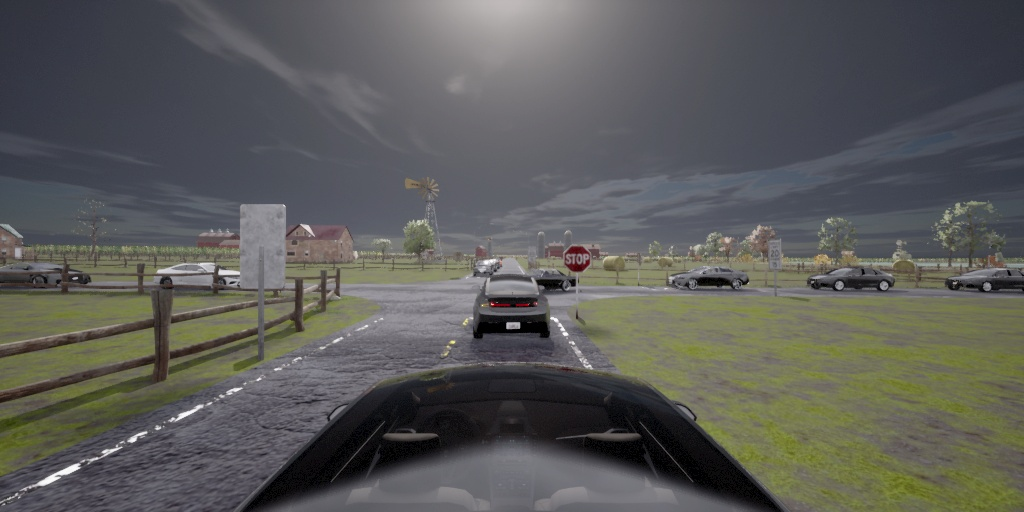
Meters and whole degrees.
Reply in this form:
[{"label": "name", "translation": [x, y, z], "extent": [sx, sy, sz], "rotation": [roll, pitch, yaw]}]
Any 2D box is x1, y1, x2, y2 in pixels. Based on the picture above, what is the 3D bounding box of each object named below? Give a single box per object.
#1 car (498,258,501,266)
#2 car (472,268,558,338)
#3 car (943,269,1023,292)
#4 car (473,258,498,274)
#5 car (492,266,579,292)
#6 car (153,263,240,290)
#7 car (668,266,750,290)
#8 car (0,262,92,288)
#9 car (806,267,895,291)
[{"label": "car", "translation": [-2.872, 1.241, 46.285], "extent": [2.128, 1.511, 4.902], "rotation": [0, 0, 0]}, {"label": "car", "translation": [-0.078, 1.256, 10.154], "extent": [1.837, 1.490, 4.892], "rotation": [0, 0, -3]}, {"label": "car", "translation": [31.692, 1.587, 23.734], "extent": [4.892, 1.490, 1.837], "rotation": [1, -1, -1]}, {"label": "car", "translation": [-2.875, 1.243, 36.839], "extent": [2.128, 1.511, 4.902], "rotation": [0, 0, 0]}, {"label": "car", "translation": [1.491, 1.369, 20.201], "extent": [4.718, 1.301, 1.895], "rotation": [1, 0, -35]}, {"label": "car", "translation": [-17.252, 1.104, 20.103], "extent": [4.674, 1.442, 1.812], "rotation": [1, -1, -1]}, {"label": "car", "translation": [12.788, 1.397, 23.434], "extent": [4.902, 1.511, 2.128], "rotation": [1, -1, -2]}, {"label": "car", "translation": [-26.372, 1.048, 19.977], "extent": [4.181, 1.385, 1.994], "rotation": [1, -1, -1]}, {"label": "car", "translation": [22.190, 1.499, 23.609], "extent": [4.892, 1.490, 1.837], "rotation": [1, -1, -1]}]
